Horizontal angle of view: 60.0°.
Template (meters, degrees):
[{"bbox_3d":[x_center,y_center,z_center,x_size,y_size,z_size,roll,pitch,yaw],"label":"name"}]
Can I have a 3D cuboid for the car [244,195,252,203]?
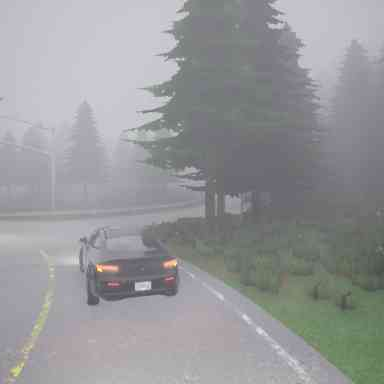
[{"bbox_3d":[7.528,0.537,42.129,1.837,1.490,4.892,2,4,9],"label":"car"}]

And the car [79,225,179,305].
[{"bbox_3d":[-1.691,1.526,8.139,1.812,1.442,4.674,0,0,-21],"label":"car"}]

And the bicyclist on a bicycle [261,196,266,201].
[{"bbox_3d":[6.284,0.894,30.423,1.656,1.620,0.582,-13,-4,35],"label":"bicyclist on a bicycle"}]

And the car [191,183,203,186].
[{"bbox_3d":[1.241,-1.391,65.814,1.994,1.385,4.181,0,5,-16],"label":"car"}]
